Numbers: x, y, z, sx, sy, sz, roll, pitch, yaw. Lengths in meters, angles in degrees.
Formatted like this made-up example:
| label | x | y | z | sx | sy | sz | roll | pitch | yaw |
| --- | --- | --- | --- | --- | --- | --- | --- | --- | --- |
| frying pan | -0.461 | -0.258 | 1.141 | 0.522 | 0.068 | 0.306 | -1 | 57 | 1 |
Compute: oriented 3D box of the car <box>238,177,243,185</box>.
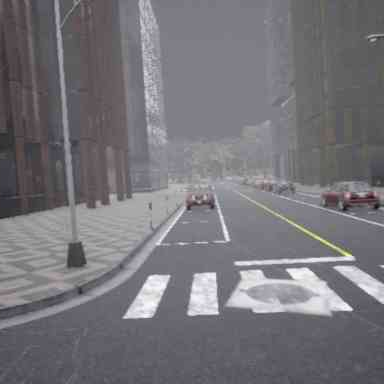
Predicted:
| label | x | y | z | sx | sy | sz | roll | pitch | yaw |
| --- | --- | --- | --- | --- | --- | --- | --- | --- | --- |
| car | 11.352 | -2.283 | 67.813 | 2.192 | 1.841 | 5.009 | -3 | 2 | 3 |

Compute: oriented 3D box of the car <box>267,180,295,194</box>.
| label | x | y | z | sx | sy | sz | roll | pitch | yaw |
| --- | --- | --- | --- | --- | --- | --- | --- | --- | --- |
| car | 9.683 | -0.533 | 35.276 | 2.008 | 1.369 | 4.403 | -3 | 2 | 3 |

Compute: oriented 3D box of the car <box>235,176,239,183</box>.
| label | x | y | z | sx | sy | sz | roll | pitch | yaw |
| --- | --- | --- | --- | --- | --- | --- | --- | --- | --- |
| car | 11.935 | -2.584 | 78.841 | 1.752 | 1.417 | 4.829 | -3 | 2 | 3 |

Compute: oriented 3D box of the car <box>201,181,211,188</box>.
| label | x | y | z | sx | sy | sz | roll | pitch | yaw |
| --- | --- | --- | --- | --- | --- | --- | --- | --- | --- |
| car | 3.151 | -1.785 | 73.711 | 1.947 | 1.339 | 4.313 | -3 | 2 | 3 |

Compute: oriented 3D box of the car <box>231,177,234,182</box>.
| label | x | y | z | sx | sy | sz | roll | pitch | yaw |
| --- | --- | --- | --- | --- | --- | --- | --- | --- | --- |
| car | 12.483 | -3.162 | 89.516 | 1.967 | 1.590 | 4.097 | -3 | 2 | 3 |

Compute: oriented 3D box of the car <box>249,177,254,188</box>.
| label | x | y | z | sx | sy | sz | roll | pitch | yaw |
| --- | --- | --- | --- | --- | --- | --- | --- | --- | --- |
| car | 10.532 | -1.325 | 51.718 | 1.752 | 1.417 | 4.829 | -3 | 2 | 3 |

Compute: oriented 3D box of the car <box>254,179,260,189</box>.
| label | x | y | z | sx | sy | sz | roll | pitch | yaw |
| --- | --- | --- | --- | --- | --- | --- | --- | --- | --- |
| car | 10.244 | -1.045 | 46.125 | 1.887 | 1.381 | 4.507 | -3 | 2 | 3 |

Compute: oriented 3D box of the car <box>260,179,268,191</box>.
| label | x | y | z | sx | sy | sz | roll | pitch | yaw |
| --- | --- | --- | --- | --- | --- | --- | --- | --- | --- |
| car | 9.963 | -0.793 | 40.701 | 1.887 | 1.381 | 4.507 | -3 | 2 | 3 |

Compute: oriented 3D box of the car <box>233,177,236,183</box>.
| label | x | y | z | sx | sy | sz | roll | pitch | yaw |
| --- | --- | --- | --- | --- | --- | --- | --- | --- | --- |
| car | 12.209 | -2.807 | 84.097 | 1.887 | 1.381 | 4.507 | -3 | 2 | 3 |

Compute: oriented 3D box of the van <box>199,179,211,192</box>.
| label | x | y | z | sx | sy | sz | roll | pitch | yaw |
| --- | --- | --- | --- | --- | --- | --- | --- | --- | --- |
| van | 2.014 | -1.001 | 52.004 | 1.690 | 1.788 | 3.998 | -3 | 2 | 3 |

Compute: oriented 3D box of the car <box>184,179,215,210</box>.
| label | x | y | z | sx | sy | sz | roll | pitch | yaw |
| --- | --- | --- | --- | --- | --- | --- | --- | --- | --- |
| car | 0.609 | 0.238 | 24.881 | 2.192 | 1.841 | 5.009 | -3 | 2 | 3 |

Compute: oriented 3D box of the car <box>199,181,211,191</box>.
| label | x | y | z | sx | sy | sz | roll | pitch | yaw |
| --- | --- | --- | --- | --- | --- | --- | --- | --- | --- |
| car | 2.307 | -1.044 | 57.438 | 2.008 | 1.369 | 4.403 | -3 | 2 | 3 |

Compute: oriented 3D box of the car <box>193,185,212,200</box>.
| label | x | y | z | sx | sy | sz | roll | pitch | yaw |
| --- | --- | --- | --- | --- | --- | --- | --- | --- | --- |
| car | 1.187 | -0.002 | 35.741 | 1.802 | 1.307 | 4.206 | -3 | 2 | 3 |

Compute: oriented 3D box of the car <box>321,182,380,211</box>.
| label | x | y | z | sx | sy | sz | roll | pitch | yaw |
| --- | --- | --- | --- | --- | --- | --- | --- | --- | --- |
| car | 8.834 | 0.117 | 18.999 | 1.967 | 1.590 | 4.097 | -3 | 2 | 3 |

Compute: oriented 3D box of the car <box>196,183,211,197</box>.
| label | x | y | z | sx | sy | sz | roll | pitch | yaw |
| --- | --- | --- | --- | --- | --- | --- | --- | --- | --- |
| car | 1.455 | -0.304 | 40.994 | 1.752 | 1.417 | 4.829 | -3 | 2 | 3 |

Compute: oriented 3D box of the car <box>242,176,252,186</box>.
| label | x | y | z | sx | sy | sz | roll | pitch | yaw |
| --- | --- | --- | --- | --- | --- | --- | --- | --- | --- |
| car | 11.093 | -1.830 | 62.567 | 1.752 | 1.417 | 4.829 | -3 | 2 | 3 |

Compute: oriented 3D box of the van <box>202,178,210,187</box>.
| label | x | y | z | sx | sy | sz | roll | pitch | yaw |
| --- | --- | --- | --- | --- | --- | --- | --- | --- | --- |
| van | 3.417 | -2.260 | 79.126 | 1.690 | 1.788 | 3.998 | -3 | 2 | 3 |
